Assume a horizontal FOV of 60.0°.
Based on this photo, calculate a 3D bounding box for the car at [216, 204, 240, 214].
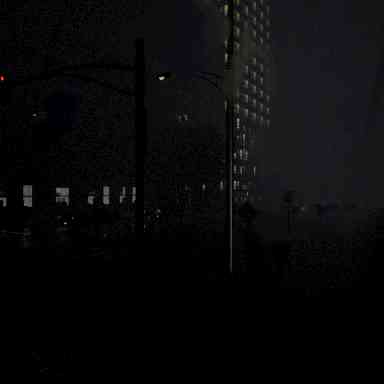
[{"bbox_3d":[4.912,2.263,44.853,1.812,1.442,4.674,0,-1,33],"label":"car"}]

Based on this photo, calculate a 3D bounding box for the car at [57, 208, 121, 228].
[{"bbox_3d":[-7.712,1.921,25.252,1.895,1.301,4.718,0,-1,33],"label":"car"}]

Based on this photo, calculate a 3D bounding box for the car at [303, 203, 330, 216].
[{"bbox_3d":[16.973,2.376,45.239,1.837,1.490,4.892,0,-1,33],"label":"car"}]

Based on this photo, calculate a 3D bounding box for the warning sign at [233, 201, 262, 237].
[{"bbox_3d":[3.104,1.454,18.559,1.300,1.860,1.060,1,1,33],"label":"warning sign"}]

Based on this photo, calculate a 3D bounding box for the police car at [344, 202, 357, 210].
[{"bbox_3d":[31.466,2.739,65.857,1.930,1.638,5.238,0,-1,33],"label":"police car"}]

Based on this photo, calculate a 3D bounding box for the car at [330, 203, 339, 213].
[{"bbox_3d":[22.503,2.529,53.853,1.882,1.535,5.008,0,-1,33],"label":"car"}]

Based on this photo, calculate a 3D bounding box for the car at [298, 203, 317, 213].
[{"bbox_3d":[19.106,2.534,54.750,1.837,1.490,4.892,0,-1,33],"label":"car"}]

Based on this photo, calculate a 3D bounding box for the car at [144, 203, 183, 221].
[{"bbox_3d":[-2.795,1.835,32.894,2.097,1.767,4.553,0,-1,33],"label":"car"}]

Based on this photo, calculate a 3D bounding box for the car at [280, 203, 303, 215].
[{"bbox_3d":[13.919,2.459,46.590,1.895,1.301,4.718,0,-1,33],"label":"car"}]
